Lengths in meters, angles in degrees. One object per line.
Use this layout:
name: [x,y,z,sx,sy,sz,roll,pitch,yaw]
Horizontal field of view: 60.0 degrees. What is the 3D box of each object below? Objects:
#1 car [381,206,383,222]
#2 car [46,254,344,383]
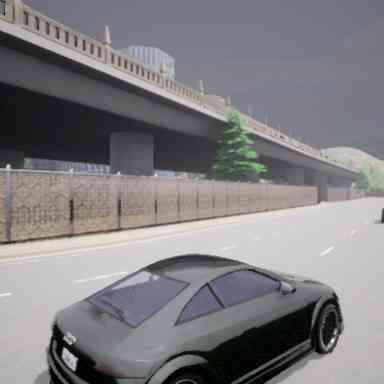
car: [15.677,1.487,25.420,1.882,1.535,5.008,0,0,33]
car: [0.320,1.571,4.525,4.181,1.385,1.994,0,0,-41]
